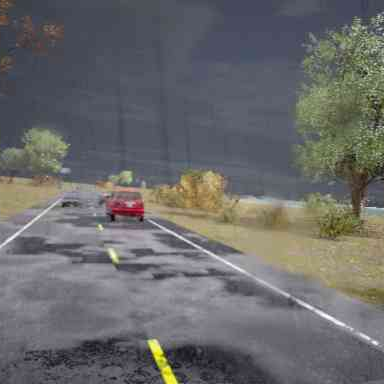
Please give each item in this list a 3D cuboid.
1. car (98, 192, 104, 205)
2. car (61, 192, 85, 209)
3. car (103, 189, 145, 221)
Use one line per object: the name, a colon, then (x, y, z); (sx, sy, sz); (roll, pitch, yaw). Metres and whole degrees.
car: (-9.717, 0.755, 38.142); (1.812, 1.442, 4.674); (4, 0, -18)
car: (-10.921, 0.724, 30.529); (2.033, 1.411, 5.357); (4, 0, -18)
car: (-4.696, 0.839, 23.186); (2.150, 2.045, 5.566); (4, 1, -18)
